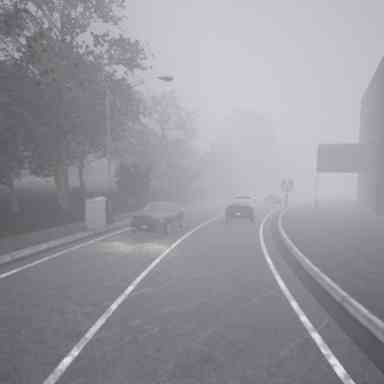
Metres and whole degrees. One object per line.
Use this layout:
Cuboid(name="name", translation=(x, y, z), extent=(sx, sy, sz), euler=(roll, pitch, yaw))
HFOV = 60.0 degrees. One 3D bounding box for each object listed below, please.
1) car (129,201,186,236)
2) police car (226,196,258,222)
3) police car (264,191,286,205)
Cuboid(name="car", translation=(-1.653, 1.250, 17.451), extent=(1.882, 1.535, 5.008), euler=(1, 1, 11))
Cuboid(name="police car", translation=(3.651, 1.141, 23.792), extent=(1.930, 1.638, 5.238), euler=(2, 2, 15))
Cuboid(name="police car", translation=(10.451, 0.734, 41.019), extent=(2.038, 1.542, 4.974), euler=(3, 3, 27))
